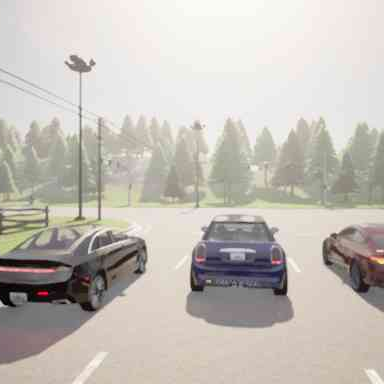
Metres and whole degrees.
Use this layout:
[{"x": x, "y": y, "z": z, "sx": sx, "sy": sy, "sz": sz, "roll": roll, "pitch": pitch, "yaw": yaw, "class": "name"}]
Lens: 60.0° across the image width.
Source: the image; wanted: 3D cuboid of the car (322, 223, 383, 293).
[{"x": 4.757, "y": 1.530, "z": 8.630, "sx": 1.812, "sy": 1.442, "sz": 4.674, "roll": 0, "pitch": 0, "yaw": 9, "class": "car"}]

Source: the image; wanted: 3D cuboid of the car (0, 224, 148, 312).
[{"x": -2.453, "y": 1.493, "z": 7.805, "sx": 2.128, "sy": 1.511, "sz": 4.902, "roll": 0, "pitch": 0, "yaw": 9, "class": "car"}]

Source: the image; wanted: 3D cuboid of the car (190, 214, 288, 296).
[{"x": 1.267, "y": 1.355, "z": 8.974, "sx": 2.097, "sy": 1.767, "sz": 4.553, "roll": 0, "pitch": 0, "yaw": 9, "class": "car"}]

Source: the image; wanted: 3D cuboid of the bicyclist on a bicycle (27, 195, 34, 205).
[{"x": -25.402, "y": 1.307, "z": 52.427, "sx": 0.582, "sy": 1.620, "sz": 1.656, "roll": 0, "pitch": 0, "yaw": 9, "class": "bicyclist on a bicycle"}]
